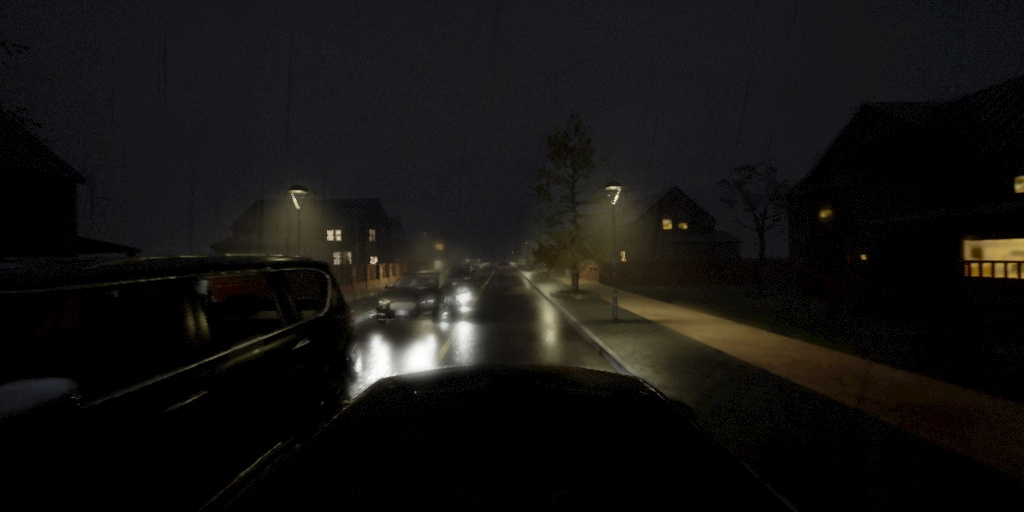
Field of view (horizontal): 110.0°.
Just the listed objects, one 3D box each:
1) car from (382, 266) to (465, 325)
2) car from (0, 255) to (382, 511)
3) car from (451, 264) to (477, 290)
[{"bbox_3d":[-3.056,1.292,12.232,2.128,1.511,4.902,-1,0,-1],"label":"car"},{"bbox_3d":[-2.825,1.018,2.049,2.150,2.045,5.566,-1,0,-1],"label":"car"},{"bbox_3d":[-3.302,1.301,23.059,2.128,1.511,4.902,-1,0,-1],"label":"car"}]
